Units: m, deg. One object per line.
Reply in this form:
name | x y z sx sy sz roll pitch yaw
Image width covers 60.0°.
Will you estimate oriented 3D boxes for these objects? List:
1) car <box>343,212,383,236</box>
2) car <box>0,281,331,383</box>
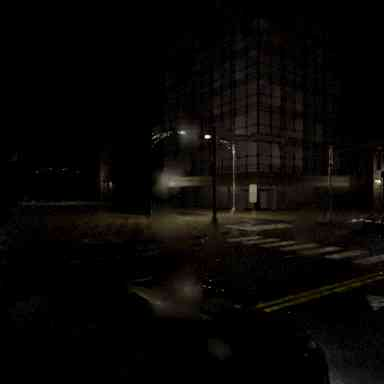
car | 10.291 1.719 17.148 2.033 1.411 5.357 1 0 -13
car | -0.618 1.574 2.999 4.181 1.385 1.994 1 0 -36
